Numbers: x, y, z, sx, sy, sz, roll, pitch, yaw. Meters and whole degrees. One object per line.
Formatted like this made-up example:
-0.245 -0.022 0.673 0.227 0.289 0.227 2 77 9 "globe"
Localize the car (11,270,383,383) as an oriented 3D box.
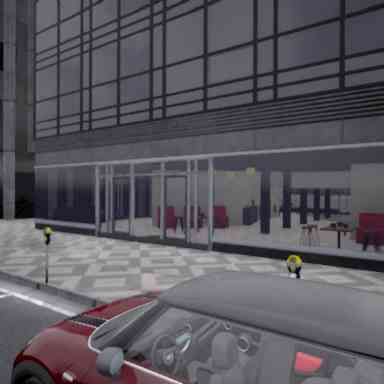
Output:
0.243 1.437 2.789 4.097 1.590 1.967 0 0 36 "car"
